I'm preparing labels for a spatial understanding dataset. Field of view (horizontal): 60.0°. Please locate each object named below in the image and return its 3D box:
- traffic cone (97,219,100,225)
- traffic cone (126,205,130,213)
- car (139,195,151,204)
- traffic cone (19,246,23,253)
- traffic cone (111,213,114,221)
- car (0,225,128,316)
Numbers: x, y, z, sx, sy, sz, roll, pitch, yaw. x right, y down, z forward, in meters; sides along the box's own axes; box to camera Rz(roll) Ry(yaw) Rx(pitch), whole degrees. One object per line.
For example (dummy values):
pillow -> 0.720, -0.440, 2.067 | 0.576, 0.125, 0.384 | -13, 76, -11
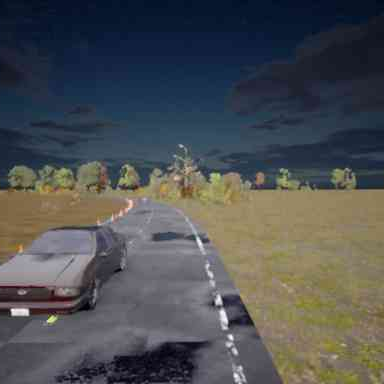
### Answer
traffic cone -> -5.640, 1.918, 20.083 | 0.340, 0.580, 0.340 | 0, 0, -3
traffic cone -> -6.897, 1.885, 34.887 | 0.340, 0.580, 0.340 | 0, 0, -6
car -> -8.915, 1.345, 62.383 | 2.128, 1.511, 4.902 | 0, 0, -12
traffic cone -> -5.232, 1.939, 10.185 | 0.340, 0.580, 0.340 | 0, 0, -1
traffic cone -> -5.973, 1.907, 25.025 | 0.340, 0.580, 0.340 | 0, 0, -4
car -> -2.799, 1.534, 7.981 | 2.033, 1.411, 5.357 | 0, 0, -1
